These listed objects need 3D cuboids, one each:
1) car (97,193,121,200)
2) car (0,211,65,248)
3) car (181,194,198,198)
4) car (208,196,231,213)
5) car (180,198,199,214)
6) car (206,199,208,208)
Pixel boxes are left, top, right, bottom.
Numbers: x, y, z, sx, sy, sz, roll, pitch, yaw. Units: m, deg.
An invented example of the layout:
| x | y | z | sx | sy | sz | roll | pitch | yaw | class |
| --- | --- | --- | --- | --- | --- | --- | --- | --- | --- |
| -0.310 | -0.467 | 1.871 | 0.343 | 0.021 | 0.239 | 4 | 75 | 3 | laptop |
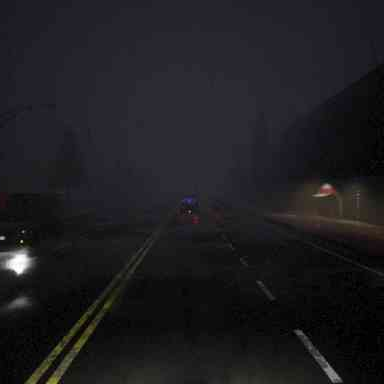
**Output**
| x | y | z | sx | sy | sz | roll | pitch | yaw | class |
| --- | --- | --- | --- | --- | --- | --- | --- | --- | --- |
| -22.376 | 1.153 | 89.538 | 4.605 | 1.855 | 1.932 | 0 | 0 | -1 | car |
| -7.215 | 1.563 | 14.621 | 1.994 | 1.385 | 4.181 | 0 | 0 | -1 | car |
| -0.347 | 1.221 | 44.446 | 2.150 | 2.045 | 5.566 | 0 | 0 | 0 | car |
| 3.212 | 1.478 | 37.210 | 1.882 | 1.535 | 5.008 | 0 | 0 | 0 | car |
| -0.238 | 1.601 | 34.408 | 1.895 | 1.301 | 4.718 | 0 | 0 | -1 | car |
| 3.079 | 1.352 | 47.291 | 2.097 | 1.767 | 4.553 | 0 | 0 | 0 | car |
